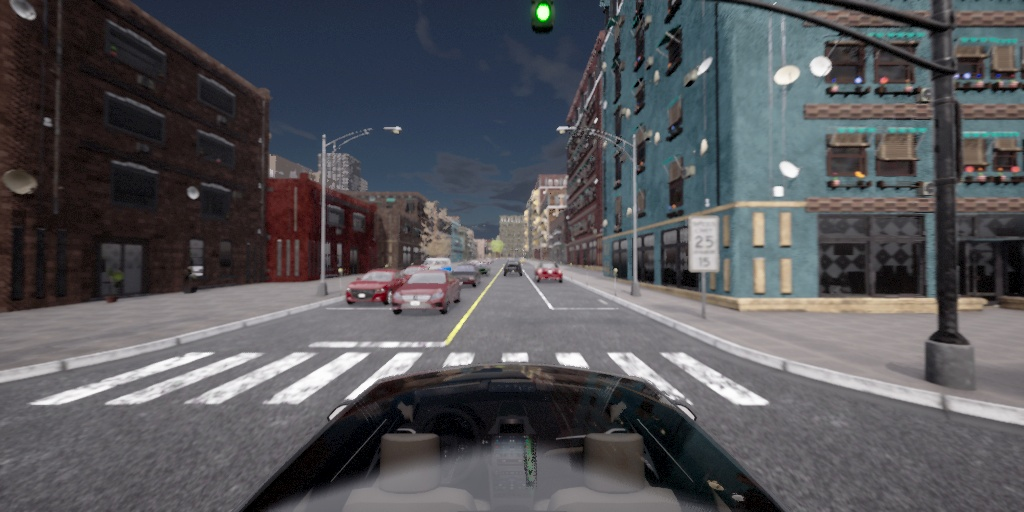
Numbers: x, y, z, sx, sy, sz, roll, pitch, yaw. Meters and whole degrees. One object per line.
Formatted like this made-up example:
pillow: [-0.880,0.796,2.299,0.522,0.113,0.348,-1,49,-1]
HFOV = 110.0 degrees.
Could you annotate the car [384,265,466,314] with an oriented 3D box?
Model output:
car: [-3.091,1.256,13.783,1.812,1.442,4.674,0,0,0]

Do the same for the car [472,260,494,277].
car: [-3.074,1.299,34.788,1.895,1.301,4.718,0,0,0]

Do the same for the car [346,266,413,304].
car: [-5.768,1.272,16.006,1.888,1.381,4.507,0,0,0]

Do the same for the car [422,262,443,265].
car: [-5.692,1.263,21.688,1.888,1.381,4.507,0,0,0]

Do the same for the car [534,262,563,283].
car: [2.688,1.149,27.437,1.967,1.591,4.097,0,0,0]

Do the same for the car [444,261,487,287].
car: [-3.086,1.262,24.148,2.033,1.411,5.357,0,0,0]

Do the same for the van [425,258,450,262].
van: [-5.693,1.050,27.375,1.690,1.789,3.998,0,0,0]

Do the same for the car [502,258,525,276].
car: [0.096,1.200,36.559,1.837,1.490,4.892,0,0,0]
